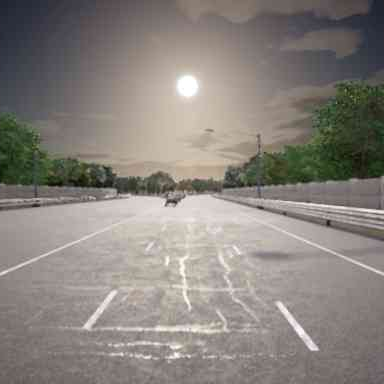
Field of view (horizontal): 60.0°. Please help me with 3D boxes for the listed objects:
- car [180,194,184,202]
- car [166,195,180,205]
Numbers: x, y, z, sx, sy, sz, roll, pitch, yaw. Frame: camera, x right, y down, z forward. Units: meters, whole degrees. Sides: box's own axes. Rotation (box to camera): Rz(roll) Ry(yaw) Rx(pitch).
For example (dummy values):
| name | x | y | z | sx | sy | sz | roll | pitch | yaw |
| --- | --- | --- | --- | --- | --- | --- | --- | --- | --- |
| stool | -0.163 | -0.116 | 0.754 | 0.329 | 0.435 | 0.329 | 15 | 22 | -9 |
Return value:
| name | x | y | z | sx | sy | sz | roll | pitch | yaw |
| --- | --- | --- | --- | --- | --- | --- | --- | --- | --- |
| car | -3.501 | 1.389 | 76.850 | 2.097 | 1.767 | 4.553 | 0 | 0 | 0 |
| car | -3.500 | 1.453 | 58.185 | 1.882 | 1.535 | 5.008 | 0 | 0 | 0 |
